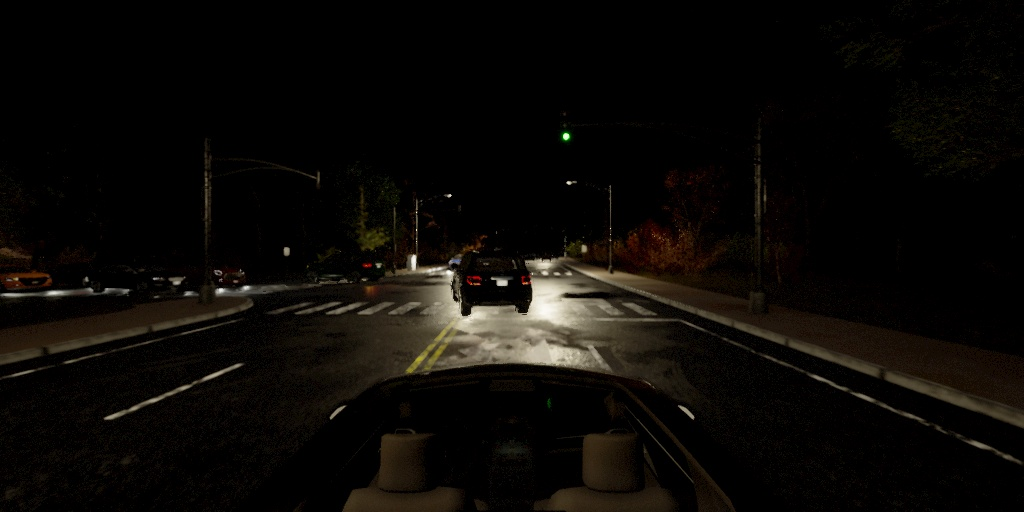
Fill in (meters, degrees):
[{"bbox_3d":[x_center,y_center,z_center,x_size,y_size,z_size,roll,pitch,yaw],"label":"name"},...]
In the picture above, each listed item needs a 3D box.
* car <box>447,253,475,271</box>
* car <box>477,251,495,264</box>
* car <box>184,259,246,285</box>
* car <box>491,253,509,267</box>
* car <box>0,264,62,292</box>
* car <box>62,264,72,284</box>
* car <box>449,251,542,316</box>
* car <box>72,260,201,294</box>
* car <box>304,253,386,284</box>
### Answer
[{"bbox_3d":[-5.499,0.619,39.273,2.097,1.767,4.553,0,1,3],"label":"car"},{"bbox_3d":[-4.157,0.227,58.151,2.150,2.045,5.566,0,1,5],"label":"car"},{"bbox_3d":[-19.191,1.012,22.354,4.553,1.767,2.097,0,0,8],"label":"car"},{"bbox_3d":[-1.604,0.481,49.370,2.097,1.767,4.553,0,1,4],"label":"car"},{"bbox_3d":[-29.353,1.228,20.615,5.008,1.535,1.882,0,0,9],"label":"car"},{"bbox_3d":[-28.218,1.241,23.730,4.892,1.490,1.837,0,0,9],"label":"car"},{"bbox_3d":[-0.906,0.832,12.913,2.150,2.045,5.566,0,1,-14],"label":"car"},{"bbox_3d":[-19.967,1.163,19.161,4.902,1.511,2.128,0,0,9],"label":"car"},{"bbox_3d":[-11.358,0.809,24.467,5.566,2.045,2.150,-1,-1,17],"label":"car"}]
